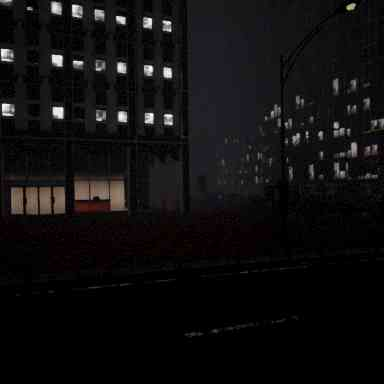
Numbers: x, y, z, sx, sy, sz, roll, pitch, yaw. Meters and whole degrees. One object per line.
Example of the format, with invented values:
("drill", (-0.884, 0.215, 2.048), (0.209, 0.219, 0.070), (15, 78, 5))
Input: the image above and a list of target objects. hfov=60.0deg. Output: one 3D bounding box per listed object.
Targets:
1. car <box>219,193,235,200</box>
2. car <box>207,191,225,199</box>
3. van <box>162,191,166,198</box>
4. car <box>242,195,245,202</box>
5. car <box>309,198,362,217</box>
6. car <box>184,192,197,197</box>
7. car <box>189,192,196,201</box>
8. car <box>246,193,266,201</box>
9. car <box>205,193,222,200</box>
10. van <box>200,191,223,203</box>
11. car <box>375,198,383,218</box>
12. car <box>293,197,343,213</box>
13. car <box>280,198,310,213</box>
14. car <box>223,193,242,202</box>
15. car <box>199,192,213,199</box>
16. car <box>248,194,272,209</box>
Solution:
("car", (7.264, 0.954, 69.615), (1.802, 1.307, 4.206), (0, 1, -20))
("car", (5.325, 0.634, 74.955), (2.192, 1.841, 5.009), (0, 1, -20))
("van", (-6.428, 0.687, 82.785), (1.690, 1.788, 3.998), (0, 1, -20))
("car", (11.140, 1.060, 58.928), (1.802, 1.307, 4.206), (0, 1, -20))
("car", (12.830, 1.434, 29.313), (1.947, 1.339, 4.313), (0, 1, -20))
("car", (-0.488, 0.710, 90.986), (2.008, 1.369, 4.403), (0, 1, -20))
("car", (-0.614, 1.056, 66.758), (2.008, 1.369, 4.403), (0, 1, -20))
("car", (9.880, 1.228, 45.423), (2.033, 1.411, 5.357), (-1, 1, -20))
("car", (4.503, 0.930, 69.608), (1.812, 1.442, 4.674), (-1, 1, -20))
("van", (3.262, 0.952, 56.070), (1.690, 1.788, 3.998), (0, 1, -20))
("car", (16.907, 1.216, 26.076), (2.097, 1.767, 4.553), (-1, 1, -21))
("car", (13.392, 1.321, 35.726), (2.033, 1.411, 5.357), (-1, 1, -20))
("car", (10.909, 1.399, 34.665), (1.802, 1.307, 4.206), (0, 1, -20))
("car", (7.926, 1.024, 60.174), (1.812, 1.442, 4.674), (-1, 1, -20))
("car", (3.388, 0.706, 80.299), (1.967, 1.590, 4.097), (0, 1, -20))
("car", (9.025, 1.332, 40.027), (1.947, 1.339, 4.313), (0, 1, -20))
